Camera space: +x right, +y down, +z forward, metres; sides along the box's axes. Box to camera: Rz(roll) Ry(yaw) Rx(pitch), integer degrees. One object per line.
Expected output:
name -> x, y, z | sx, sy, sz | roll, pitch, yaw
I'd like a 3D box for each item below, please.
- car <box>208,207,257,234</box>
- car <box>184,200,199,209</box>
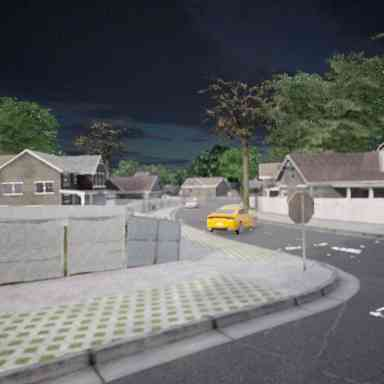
car -> 2.693, 1.703, 21.338 | 1.882, 1.535, 5.008 | -2, -1, 27
car -> 0.049, 2.006, 54.881 | 1.812, 1.442, 4.674 | -2, -1, 7
